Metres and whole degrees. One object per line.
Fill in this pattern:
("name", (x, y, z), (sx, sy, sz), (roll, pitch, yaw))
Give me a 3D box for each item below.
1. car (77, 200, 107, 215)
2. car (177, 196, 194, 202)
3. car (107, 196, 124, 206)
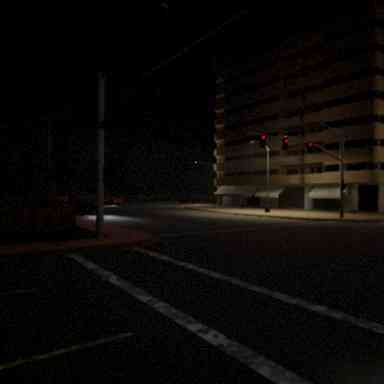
("car", (-10.745, 1.634, 34.290), (1.895, 1.301, 4.718), (1, 0, -35))
("car", (-1.574, 1.677, 84.195), (2.097, 1.767, 4.553), (0, 0, 43))
("car", (-13.756, 1.480, 59.324), (2.097, 1.767, 4.553), (0, 0, 8))
